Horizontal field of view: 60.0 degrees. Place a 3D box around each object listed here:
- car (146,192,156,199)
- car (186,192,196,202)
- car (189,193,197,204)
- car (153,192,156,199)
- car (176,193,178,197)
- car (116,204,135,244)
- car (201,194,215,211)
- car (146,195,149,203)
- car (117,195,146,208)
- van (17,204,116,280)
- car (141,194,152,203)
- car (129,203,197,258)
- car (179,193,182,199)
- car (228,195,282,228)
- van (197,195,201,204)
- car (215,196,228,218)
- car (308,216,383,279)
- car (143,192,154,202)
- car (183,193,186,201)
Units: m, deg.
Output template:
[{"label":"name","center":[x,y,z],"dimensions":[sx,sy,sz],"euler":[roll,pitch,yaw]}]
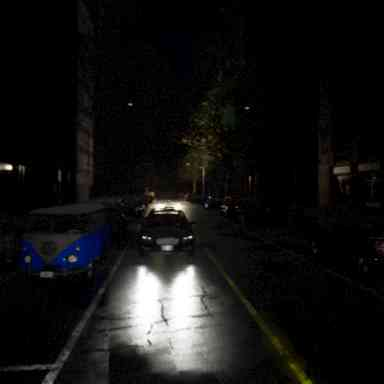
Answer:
[{"label":"car","center":[-10.123,0.844,82.278],"dimensions":[2.192,1.841,5.009],"euler":[0,0,-5]},{"label":"car","center":[0.452,1.248,60.600],"dimensions":[1.947,1.339,4.313],"euler":[0,0,-5]},{"label":"car","center":[0.974,1.288,54.986],"dimensions":[1.802,1.307,4.206],"euler":[0,0,-5]},{"label":"car","center":[-8.035,0.931,59.819],"dimensions":[2.192,1.841,5.009],"euler":[0,0,-5]},{"label":"car","center":[-2.680,1.139,94.292],"dimensions":[1.802,1.307,4.206],"euler":[0,0,-5]},{"label":"car","center":[-3.862,1.436,14.904],"dimensions":[1.947,1.339,4.313],"euler":[1,0,-5]},{"label":"car","center":[2.542,1.241,38.139],"dimensions":[1.967,1.590,4.097],"euler":[0,0,-5]},{"label":"car","center":[-5.427,1.312,31.748],"dimensions":[1.887,1.381,4.507],"euler":[0,0,-5]},{"label":"car","center":[-4.904,1.241,26.133],"dimensions":[1.967,1.590,4.097],"euler":[0,0,-5]},{"label":"van","center":[-3.337,1.250,9.288],"dimensions":[1.690,1.788,3.998],"euler":[1,0,-5]},{"label":"car","center":[-6.471,1.283,42.978],"dimensions":[1.802,1.307,4.206],"euler":[0,0,-5]},{"label":"car","center":[-0.952,1.399,12.491],"dimensions":[2.128,1.511,4.902],"euler":[0,1,-5]},{"label":"car","center":[-1.635,1.162,83.061],"dimensions":[1.947,1.339,4.313],"euler":[0,0,-5]},{"label":"car","center":[4.108,1.217,21.293],"dimensions":[2.192,1.841,5.009],"euler":[0,0,-5]},{"label":"van","center":[2.021,1.109,43.754],"dimensions":[1.690,1.788,3.998],"euler":[0,0,-5]},{"label":"car","center":[3.587,1.183,26.908],"dimensions":[2.192,1.841,5.009],"euler":[0,0,-5]},{"label":"car","center":[5.152,1.416,10.063],"dimensions":[1.967,1.590,4.097],"euler":[1,0,-5]},{"label":"car","center":[-7.499,1.166,54.037],"dimensions":[1.752,1.417,4.829],"euler":[0,0,-5]},{"label":"car","center":[-0.068,0.976,66.215],"dimensions":[2.192,1.841,5.009],"euler":[0,0,-5]}]
